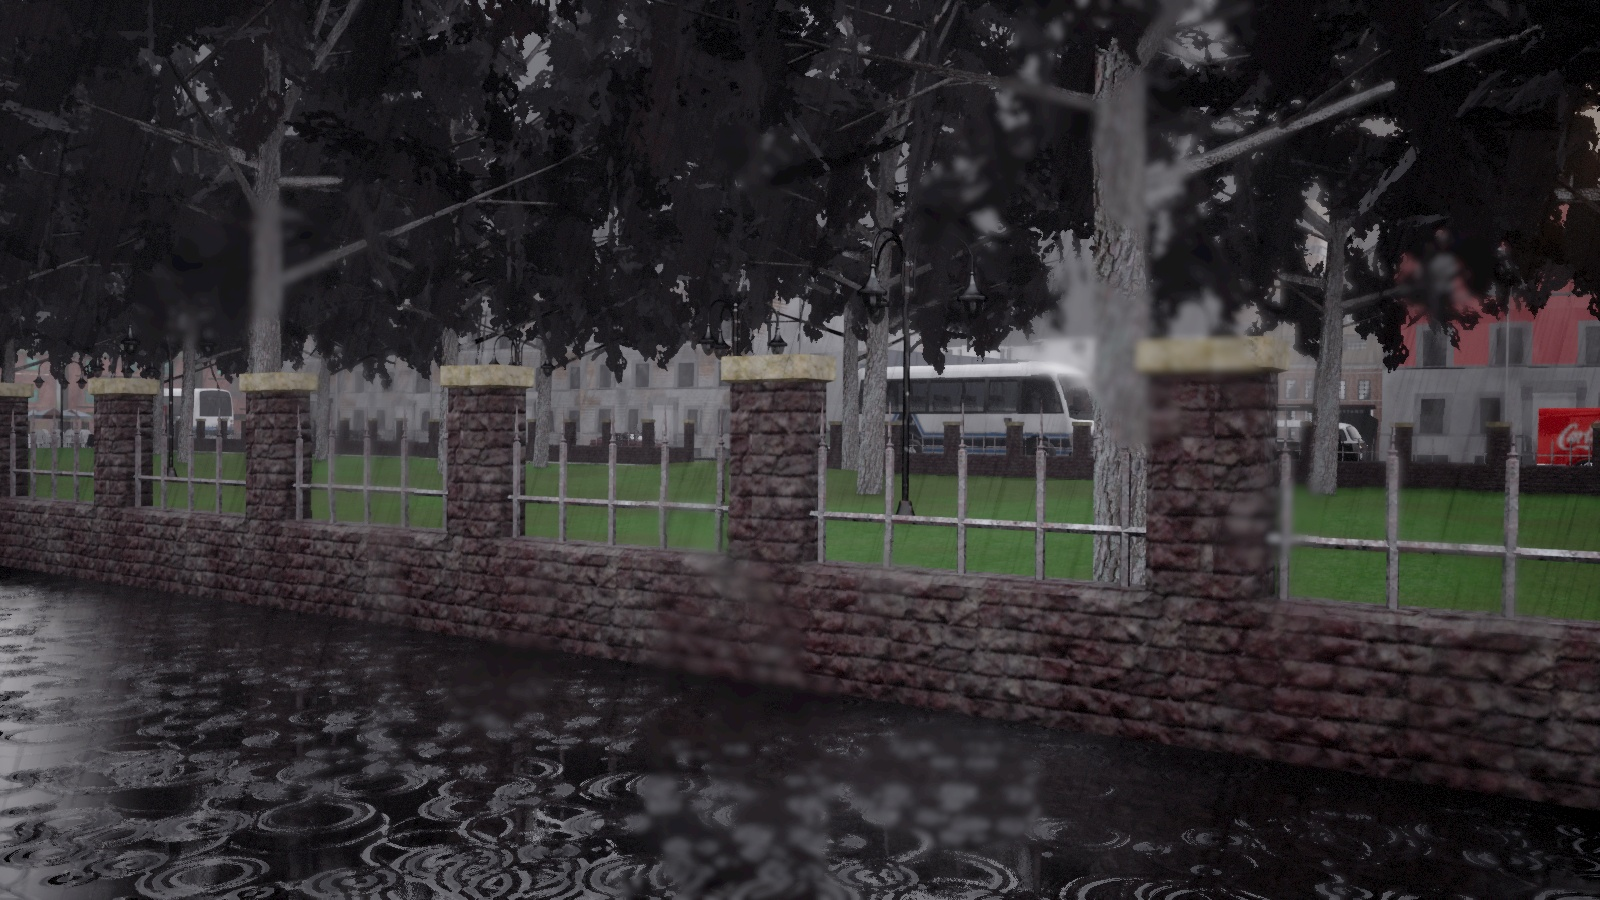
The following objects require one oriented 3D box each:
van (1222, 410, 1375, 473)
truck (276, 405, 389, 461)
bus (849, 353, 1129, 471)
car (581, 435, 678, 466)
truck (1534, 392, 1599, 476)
[{"bbox_3d":[16.983,-0.284,42.855,4.480,2.038,2.069,0,1,35],"label":"van"},{"bbox_3d":[-30.346,-1.087,81.380,7.936,3.462,2.891,0,1,35],"label":"truck"},{"bbox_3d":[7.328,-1.390,49.699,10.273,4.253,3.944,0,1,35],"label":"bus"},{"bbox_3d":[-8.264,0.002,60.824,4.674,1.442,1.812,0,1,36],"label":"car"},{"bbox_3d":[24.907,-0.489,37.226,5.204,2.467,2.627,0,1,36],"label":"truck"}]
